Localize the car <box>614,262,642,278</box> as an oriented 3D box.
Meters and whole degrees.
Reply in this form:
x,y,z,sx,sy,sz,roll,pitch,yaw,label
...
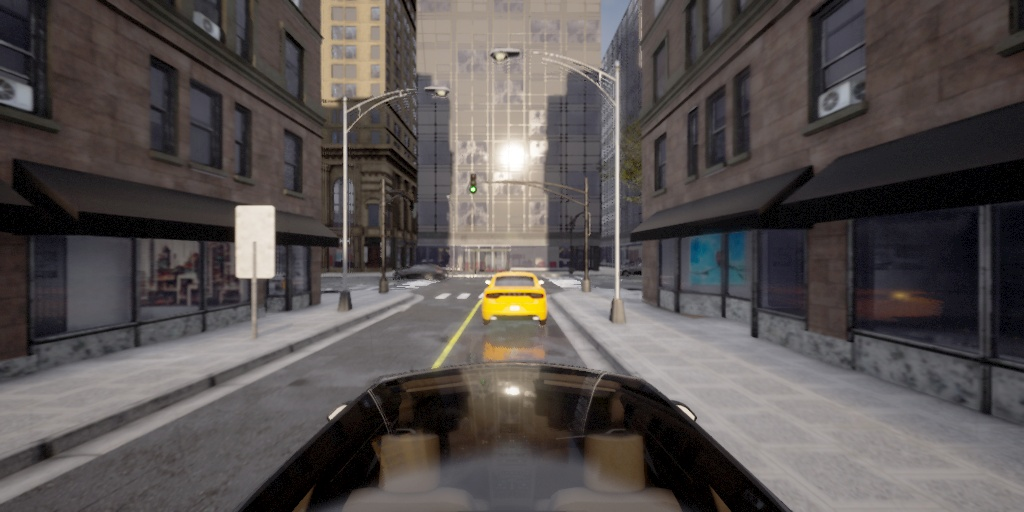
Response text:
x,y,z,sx,sy,sz,roll,pitch,yaw,label
11.917,1.246,33.559,4.674,1.442,1.812,-1,0,1,car

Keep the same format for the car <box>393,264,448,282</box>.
x,y,z,sx,sy,sz,roll,pitch,yaw,label
-7.600,1.399,29.821,4.674,1.442,1.812,0,-1,16,car

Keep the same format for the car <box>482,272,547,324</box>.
x,y,z,sx,sy,sz,roll,pitch,yaw,label
0.088,1.261,12.135,1.882,1.535,5.008,0,0,0,car
